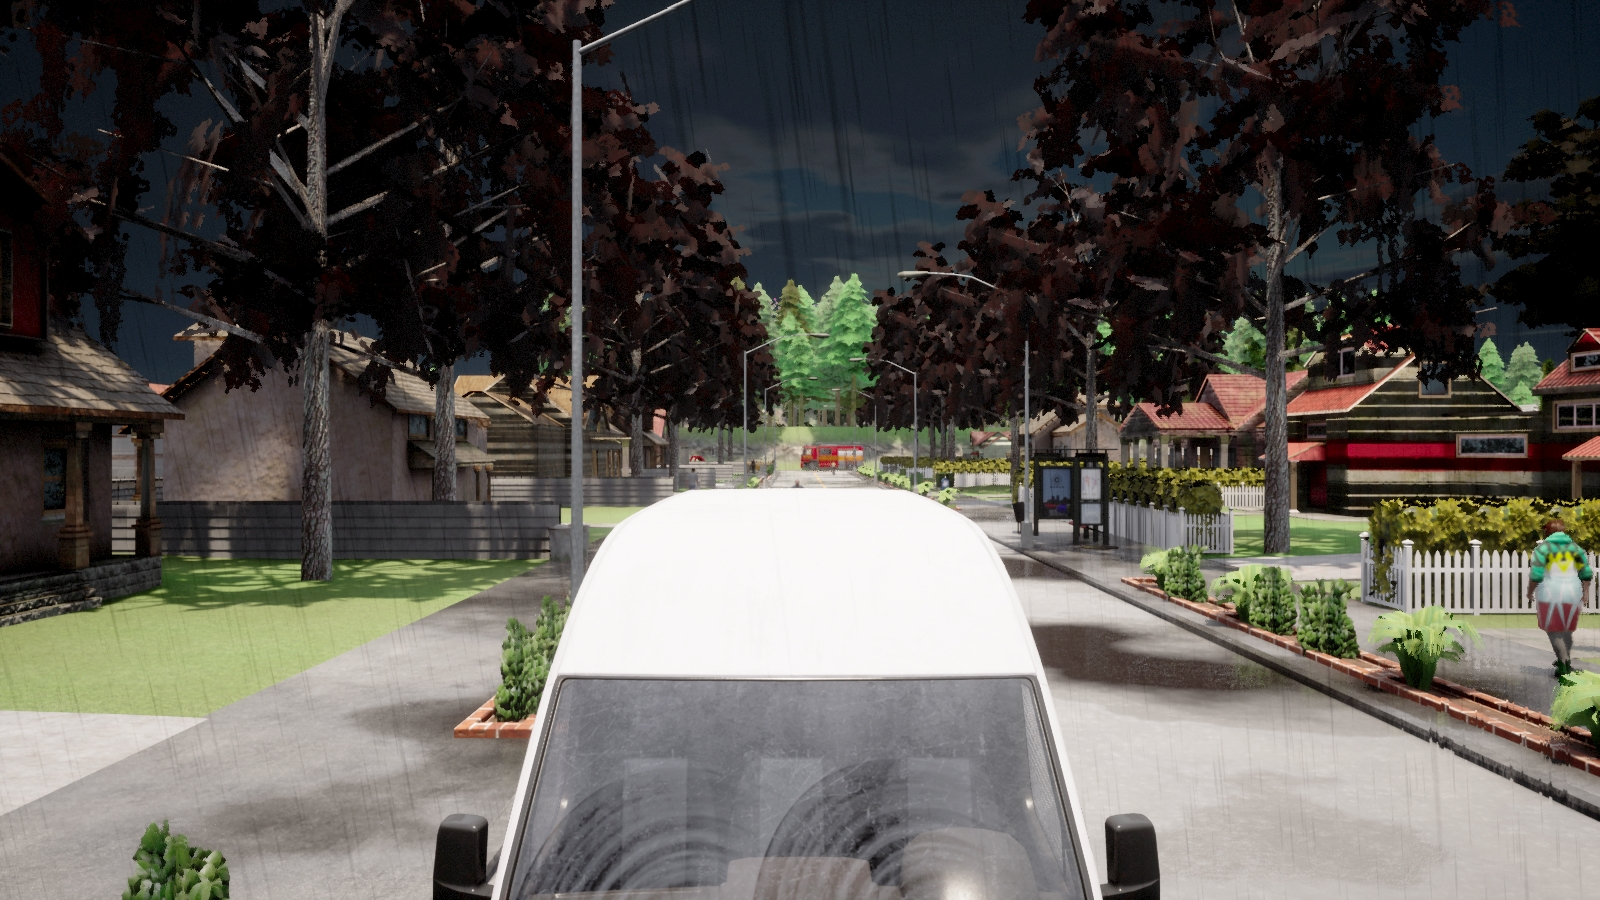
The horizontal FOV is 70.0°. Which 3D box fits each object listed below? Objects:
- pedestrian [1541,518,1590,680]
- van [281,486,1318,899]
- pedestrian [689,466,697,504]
[{"bbox_3d":[9.036,1.744,13.494,0.375,1.860,0.375,0,0,12],"label":"pedestrian"},{"bbox_3d":[-0.006,1.534,5.149,1.988,2.561,5.915,0,0,0],"label":"van"},{"bbox_3d":[-5.364,1.743,57.156,0.375,1.860,0.375,0,0,2],"label":"pedestrian"}]
